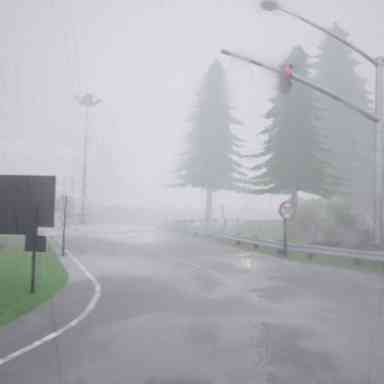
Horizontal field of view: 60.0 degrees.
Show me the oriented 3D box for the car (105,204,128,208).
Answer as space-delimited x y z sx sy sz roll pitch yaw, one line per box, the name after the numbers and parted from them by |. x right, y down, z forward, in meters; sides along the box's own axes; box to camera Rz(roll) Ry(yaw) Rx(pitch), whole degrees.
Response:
-14.218 3.028 61.269 4.892 1.490 1.837 3 -2 -27 | car

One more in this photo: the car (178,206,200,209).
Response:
0.180 3.679 68.598 4.674 1.442 1.812 2 -2 -27 | car

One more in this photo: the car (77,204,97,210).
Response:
-16.815 2.672 52.069 4.892 1.490 1.837 3 -2 -27 | car

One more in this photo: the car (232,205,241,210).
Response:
12.171 4.028 78.712 5.566 2.045 2.150 3 -2 -27 | car

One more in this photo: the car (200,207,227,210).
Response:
4.509 3.609 63.022 4.892 1.490 1.837 2 -2 -27 | car

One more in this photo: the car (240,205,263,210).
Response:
14.056 4.121 75.744 4.553 1.767 2.097 3 -2 -27 | car

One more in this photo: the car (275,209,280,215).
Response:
18.531 4.247 70.174 4.902 1.511 2.128 3 -2 -27 | car

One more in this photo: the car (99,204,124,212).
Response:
-15.589 3.144 64.466 4.181 1.385 1.994 2 -2 -27 | car
